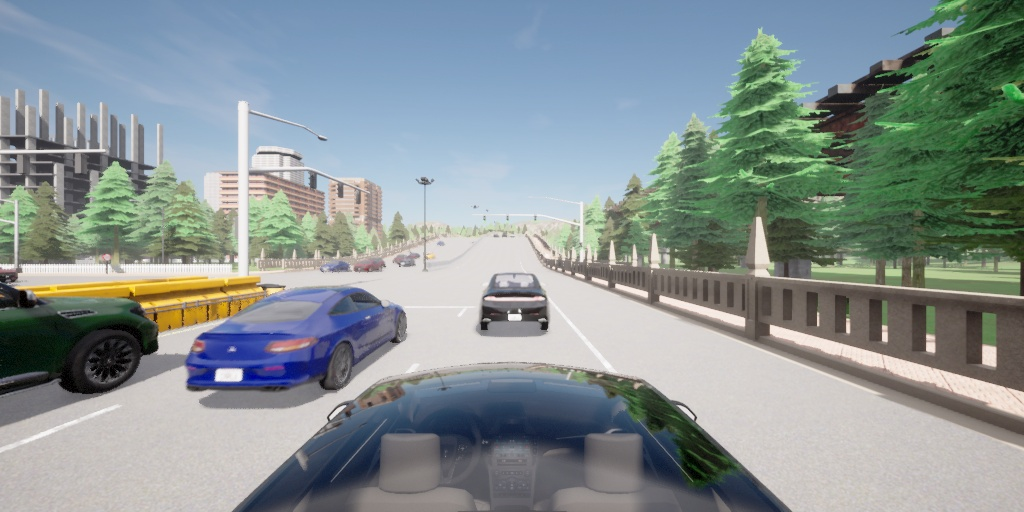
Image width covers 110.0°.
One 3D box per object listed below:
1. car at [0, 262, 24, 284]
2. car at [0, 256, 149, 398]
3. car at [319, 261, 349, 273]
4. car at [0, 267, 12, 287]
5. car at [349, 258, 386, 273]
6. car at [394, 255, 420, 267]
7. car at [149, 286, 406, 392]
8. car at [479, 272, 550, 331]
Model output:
[{"bbox_3d":[-39.496,1.234,26.323,5.008,1.535,1.882,0,0,2],"label":"car"},{"bbox_3d":[-6.955,0.973,3.512,2.150,2.045,5.566,0,0,0],"label":"car"},{"bbox_3d":[-21.361,1.287,43.541,1.812,1.442,4.674,0,0,3],"label":"car"},{"bbox_3d":[-35.160,1.357,22.659,4.718,1.301,1.895,0,0,2],"label":"car"},{"bbox_3d":[-17.671,1.237,44.028,1.882,1.535,5.008,0,0,0],"label":"car"},{"bbox_3d":[-17.664,1.082,60.455,2.128,1.511,4.902,0,2,0],"label":"car"},{"bbox_3d":[-3.437,1.277,6.668,1.812,1.442,4.674,0,0,0],"label":"car"},{"bbox_3d":[0.068,1.245,10.963,2.128,1.511,4.902,0,0,0],"label":"car"}]
